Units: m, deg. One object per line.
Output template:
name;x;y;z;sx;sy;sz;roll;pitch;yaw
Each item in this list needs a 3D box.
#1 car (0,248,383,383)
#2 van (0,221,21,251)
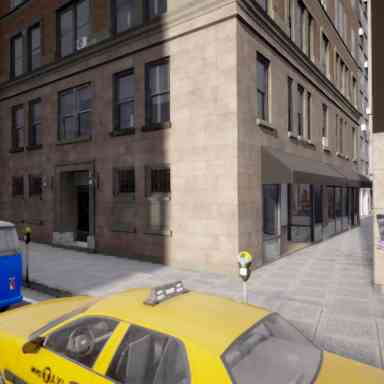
car;-0.444;1.526;3.176;4.829;1.417;1.752;0;-1;36
van;-4.919;1.345;6.378;3.998;1.788;1.690;0;-1;36
